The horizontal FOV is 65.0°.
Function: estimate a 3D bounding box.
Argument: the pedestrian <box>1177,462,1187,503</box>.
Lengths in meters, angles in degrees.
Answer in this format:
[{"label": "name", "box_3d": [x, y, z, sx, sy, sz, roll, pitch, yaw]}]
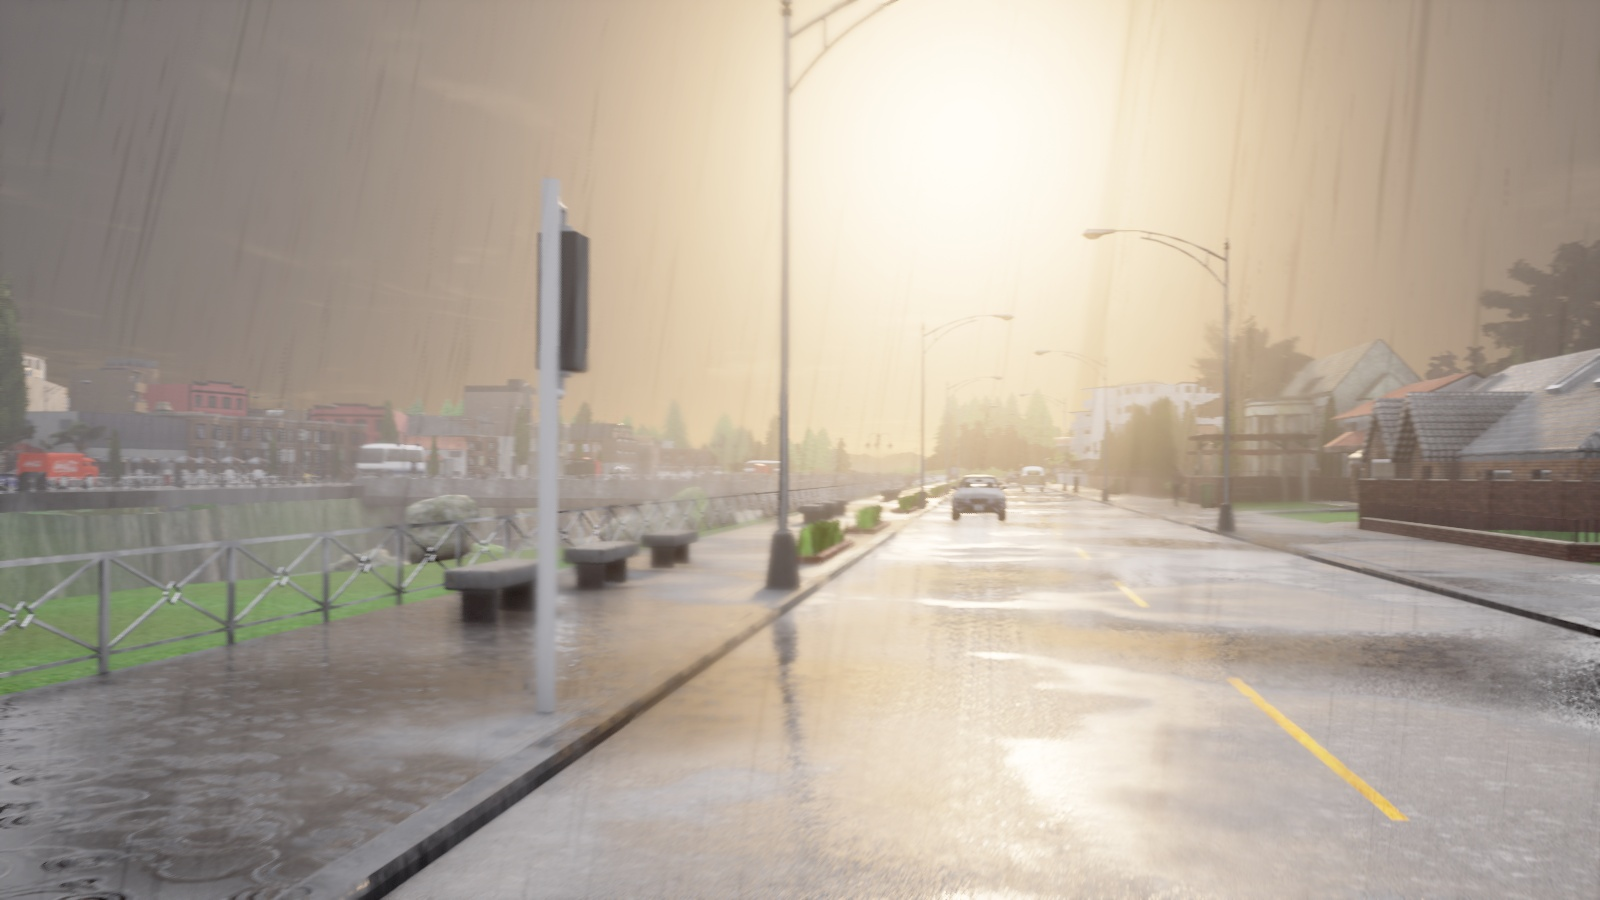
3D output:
[{"label": "pedestrian", "box_3d": [16.665, 1.416, 54.774, 0.328, 1.805, 0.869, 0, -1, 20]}]

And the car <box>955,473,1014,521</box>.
[{"label": "car", "box_3d": [6.089, 1.514, 41.380, 1.816, 1.474, 4.193, 0, -1, 9]}]

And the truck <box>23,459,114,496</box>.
[{"label": "truck", "box_3d": [-49.598, 1.853, 85.330, 2.627, 2.467, 5.204, 0, -1, 9]}]
